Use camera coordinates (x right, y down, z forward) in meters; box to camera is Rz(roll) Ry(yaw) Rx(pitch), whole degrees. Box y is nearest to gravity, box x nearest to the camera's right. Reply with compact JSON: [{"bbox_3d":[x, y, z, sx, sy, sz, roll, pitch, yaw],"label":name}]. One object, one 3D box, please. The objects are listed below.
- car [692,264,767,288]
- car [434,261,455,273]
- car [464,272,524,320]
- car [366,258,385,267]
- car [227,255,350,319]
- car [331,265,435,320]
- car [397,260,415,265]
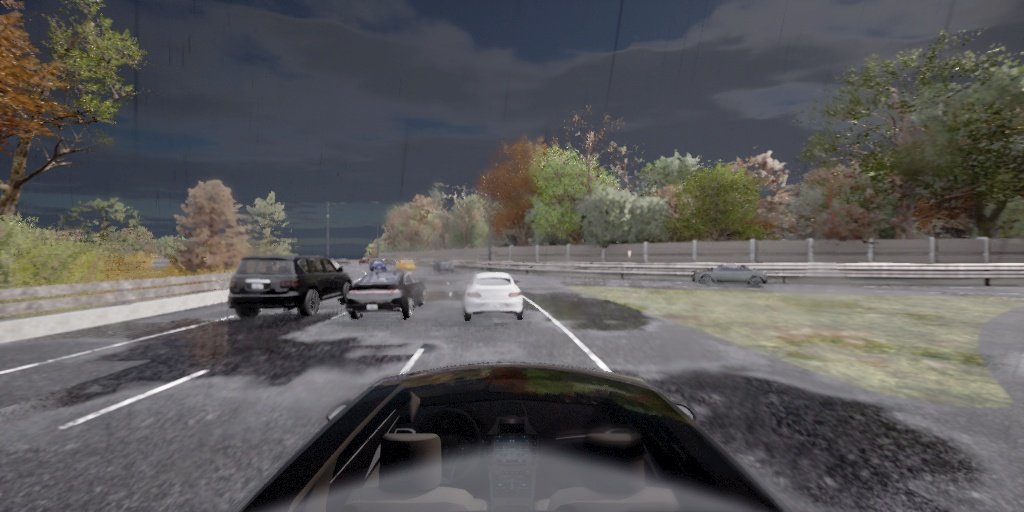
[{"bbox_3d":[13.986,1.240,23.250,4.181,1.385,1.994,0,0,25],"label":"car"},{"bbox_3d":[-8.284,1.295,43.217,2.033,1.411,5.357,0,0,-21],"label":"car"},{"bbox_3d":[-0.682,1.269,12.504,1.812,1.442,4.674,0,0,-5],"label":"car"},{"bbox_3d":[-17.793,1.307,47.443,1.812,1.442,4.674,0,0,-26],"label":"car"},{"bbox_3d":[-7.762,0.992,13.221,2.150,2.045,5.566,0,0,-6],"label":"car"},{"bbox_3d":[-4.223,1.249,12.687,2.128,1.511,4.902,0,0,-5],"label":"car"},{"bbox_3d":[-14.430,1.245,48.515,1.882,1.535,5.008,0,0,-25],"label":"car"}]
